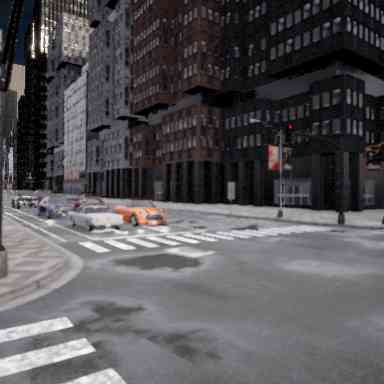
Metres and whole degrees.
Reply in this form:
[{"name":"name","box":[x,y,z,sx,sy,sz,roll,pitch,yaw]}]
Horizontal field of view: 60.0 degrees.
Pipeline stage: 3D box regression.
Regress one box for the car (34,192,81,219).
[{"name":"car","box":[-10.872,1.111,26.743,2.097,1.767,4.553,1,0,-36]}]

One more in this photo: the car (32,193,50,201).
[{"name":"car","box":[-28.519,0.850,62.815,2.033,1.411,5.357,1,0,-36]}]

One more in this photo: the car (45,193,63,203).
[{"name":"car","box":[-22.725,0.965,54.745,1.812,1.442,4.674,1,0,-35]}]

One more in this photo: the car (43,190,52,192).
[{"name":"car","box":[-19.896,0.759,44.958,2.150,2.045,5.566,1,0,-35]}]

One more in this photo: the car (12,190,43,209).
[{"name":"car","box":[-19.396,0.793,38.652,2.150,2.045,5.566,1,1,-35]}]

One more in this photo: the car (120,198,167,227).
[{"name":"car","box":[-3.458,1.241,21.997,2.097,1.767,4.553,1,0,-33]}]

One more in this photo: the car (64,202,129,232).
[{"name":"car","box":[-5.733,1.466,19.579,1.895,1.301,4.718,1,0,-36]}]

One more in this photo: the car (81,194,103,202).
[{"name":"car","box":[-8.842,1.255,29.486,1.882,1.535,5.008,1,0,-36]}]

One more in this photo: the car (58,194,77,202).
[{"name":"car","box":[-22.511,1.015,60.017,1.895,1.301,4.718,1,0,-36]}]

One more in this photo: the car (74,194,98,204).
[{"name":"car","box":[-16.453,1.046,51.578,2.128,1.511,4.902,1,0,-36]}]
